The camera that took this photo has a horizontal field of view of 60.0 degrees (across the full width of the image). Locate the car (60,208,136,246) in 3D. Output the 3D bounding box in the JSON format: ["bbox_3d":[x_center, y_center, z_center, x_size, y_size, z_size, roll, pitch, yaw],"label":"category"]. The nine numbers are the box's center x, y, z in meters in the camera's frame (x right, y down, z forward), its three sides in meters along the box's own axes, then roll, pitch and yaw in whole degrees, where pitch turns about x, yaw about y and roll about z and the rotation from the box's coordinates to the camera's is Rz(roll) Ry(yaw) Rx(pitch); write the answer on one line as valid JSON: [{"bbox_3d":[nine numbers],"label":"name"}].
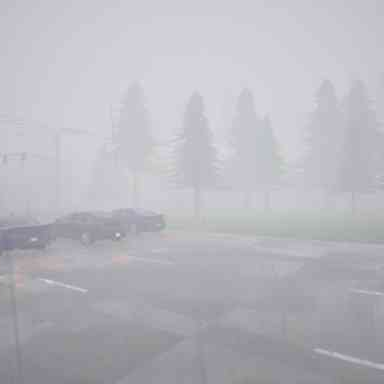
[{"bbox_3d":[-5.280,1.660,16.238,4.892,1.490,1.837,0,0,35],"label":"car"}]

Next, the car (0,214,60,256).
[{"bbox_3d":[-7.902,1.638,13.805,5.008,1.535,1.882,-1,0,35],"label":"car"}]

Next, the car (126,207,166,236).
[{"bbox_3d":[-3.812,1.638,19.484,5.008,1.535,1.882,-1,0,35],"label":"car"}]
